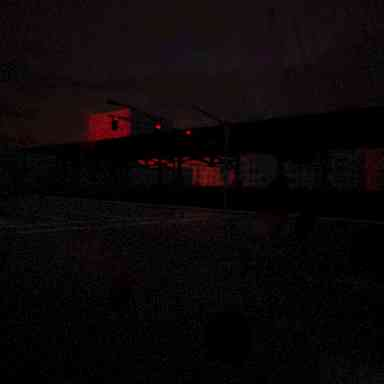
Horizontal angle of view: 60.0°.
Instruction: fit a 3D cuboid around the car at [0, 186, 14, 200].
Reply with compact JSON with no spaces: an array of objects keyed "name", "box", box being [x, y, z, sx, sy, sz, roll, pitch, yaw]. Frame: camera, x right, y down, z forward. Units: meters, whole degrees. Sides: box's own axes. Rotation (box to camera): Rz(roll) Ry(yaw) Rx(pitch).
[{"name":"car","box":[-25.410,0.214,43.086,5.008,1.535,1.882,2,1,41]}]
